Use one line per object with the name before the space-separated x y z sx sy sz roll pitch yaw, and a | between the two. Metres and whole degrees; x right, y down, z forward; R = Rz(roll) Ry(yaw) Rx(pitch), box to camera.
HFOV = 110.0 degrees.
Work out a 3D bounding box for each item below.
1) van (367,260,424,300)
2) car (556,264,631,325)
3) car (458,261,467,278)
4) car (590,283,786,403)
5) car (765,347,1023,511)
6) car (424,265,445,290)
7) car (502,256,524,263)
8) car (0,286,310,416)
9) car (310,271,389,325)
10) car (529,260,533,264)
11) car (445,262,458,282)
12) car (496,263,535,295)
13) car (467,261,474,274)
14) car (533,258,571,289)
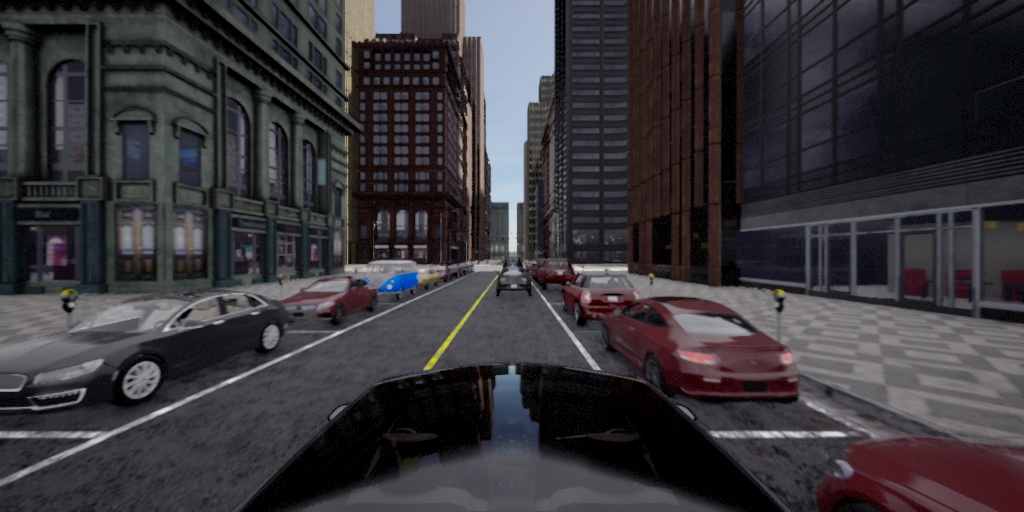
van | -5.761 1.103 17.412 1.690 1.789 3.998 0 0 0
car | 2.764 1.196 11.779 1.967 1.591 4.097 0 0 0
car | -5.759 1.348 34.321 1.948 1.339 4.313 0 0 0
car | 2.764 1.334 6.143 1.802 1.307 4.207 0 0 0
car | 2.763 1.331 0.507 1.802 1.307 4.207 0 0 0
car | -5.760 1.293 22.878 1.751 1.417 4.829 0 0 0
car | 0.103 1.009 39.178 2.150 2.045 5.566 0 0 0
car | -5.761 1.304 6.138 2.007 1.370 4.403 0 0 0
car | -5.761 1.339 11.775 1.802 1.307 4.207 0 0 0
car | 2.765 1.088 28.687 2.192 1.841 5.009 0 0 0
car | -5.760 1.357 28.685 1.802 1.307 4.207 0 0 0
car | 0.100 1.289 19.629 1.812 1.442 4.674 0 0 0
car | -5.759 1.356 39.957 1.948 1.339 4.313 0 0 0
car | 2.765 1.082 23.050 2.192 1.841 5.009 0 0 0
